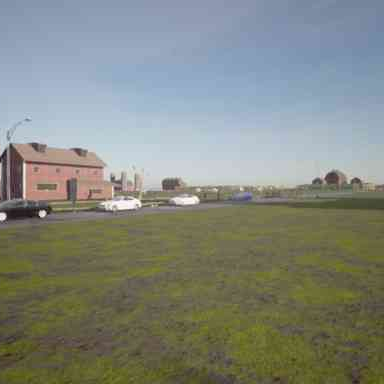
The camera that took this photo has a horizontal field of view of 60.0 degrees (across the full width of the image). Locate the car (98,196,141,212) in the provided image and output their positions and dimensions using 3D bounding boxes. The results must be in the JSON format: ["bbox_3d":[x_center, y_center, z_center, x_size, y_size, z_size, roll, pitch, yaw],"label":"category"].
[{"bbox_3d":[-7.020,1.155,32.813,1.812,1.442,4.674,1,1,36],"label":"car"}]

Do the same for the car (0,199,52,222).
[{"bbox_3d":[-12.913,1.281,24.676,1.837,1.490,4.892,1,1,36],"label":"car"}]

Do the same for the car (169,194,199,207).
[{"bbox_3d":[-0.919,1.000,41.229,1.812,1.442,4.674,1,1,36],"label":"car"}]

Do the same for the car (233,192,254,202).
[{"bbox_3d":[8.393,0.789,53.940,1.812,1.442,4.674,1,1,36],"label":"car"}]
